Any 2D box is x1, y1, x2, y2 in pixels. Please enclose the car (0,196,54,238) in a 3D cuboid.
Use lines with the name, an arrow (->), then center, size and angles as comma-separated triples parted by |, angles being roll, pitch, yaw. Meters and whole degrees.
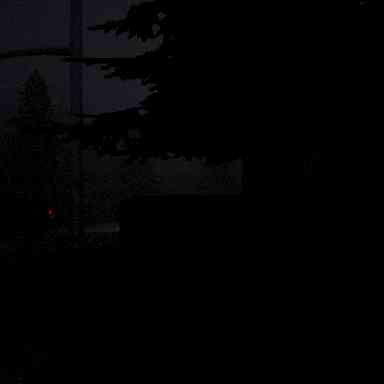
car -> -9.297, 1.207, 15.447 | 2.150, 2.045, 5.566 | 0, 0, 35
